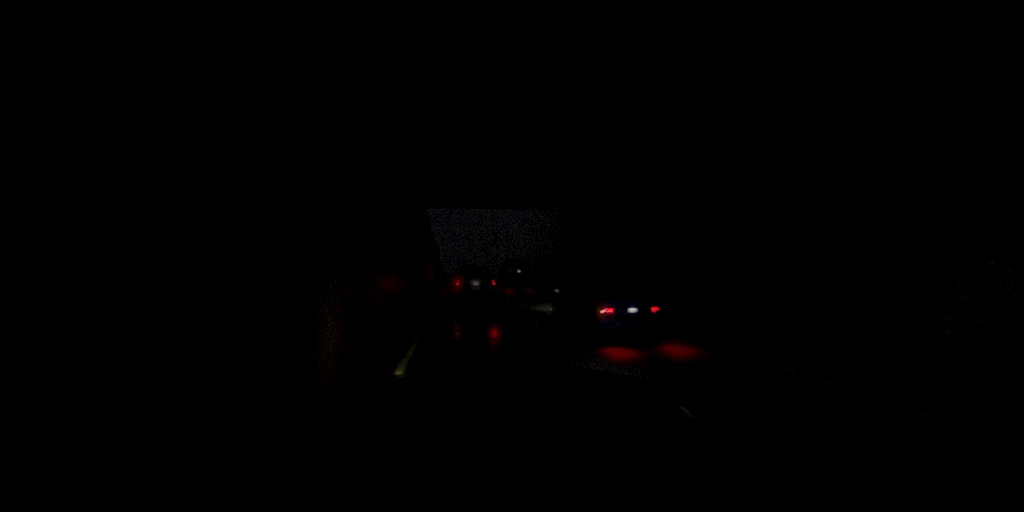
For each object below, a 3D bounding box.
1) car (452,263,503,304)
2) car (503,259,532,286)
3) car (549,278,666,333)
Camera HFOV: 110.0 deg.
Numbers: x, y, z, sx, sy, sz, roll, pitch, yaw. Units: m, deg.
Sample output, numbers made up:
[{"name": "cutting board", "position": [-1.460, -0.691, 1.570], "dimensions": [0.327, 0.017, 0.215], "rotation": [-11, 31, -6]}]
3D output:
[{"name": "car", "position": [-1.854, 1.283, 17.890], "dimensions": [2.097, 1.767, 4.553], "rotation": [0, -1, -7]}, {"name": "car", "position": [0.165, 1.264, 29.278], "dimensions": [2.150, 2.045, 5.566], "rotation": [0, -1, -8]}, {"name": "car", "position": [2.591, 1.385, 11.126], "dimensions": [2.033, 1.411, 5.357], "rotation": [0, -1, -7]}]
